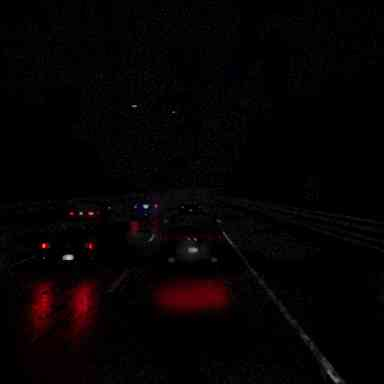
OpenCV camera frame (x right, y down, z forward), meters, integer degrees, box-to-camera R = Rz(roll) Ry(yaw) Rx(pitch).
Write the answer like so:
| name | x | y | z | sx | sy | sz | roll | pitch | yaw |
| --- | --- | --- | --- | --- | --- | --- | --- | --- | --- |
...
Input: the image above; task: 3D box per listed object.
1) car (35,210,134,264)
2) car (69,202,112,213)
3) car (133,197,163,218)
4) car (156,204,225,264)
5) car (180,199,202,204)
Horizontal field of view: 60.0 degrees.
| name | x | y | z | sx | sy | sz | roll | pitch | yaw |
| --- | --- | --- | --- | --- | --- | --- | --- | --- | --- |
| car | -3.483 | 1.531 | 11.559 | 1.895 | 1.301 | 4.718 | 0 | 0 | 0 |
| car | -7.070 | 1.407 | 23.643 | 2.033 | 1.411 | 5.357 | 0 | 0 | 0 |
| car | -3.592 | 1.185 | 27.887 | 2.097 | 1.767 | 4.553 | 0 | 0 | 0 |
| car | 0.015 | 1.407 | 11.549 | 1.882 | 1.535 | 5.008 | 0 | 1 | 0 |
| car | -0.098 | 1.350 | 29.084 | 1.812 | 1.442 | 4.674 | 0 | 0 | 0 |
